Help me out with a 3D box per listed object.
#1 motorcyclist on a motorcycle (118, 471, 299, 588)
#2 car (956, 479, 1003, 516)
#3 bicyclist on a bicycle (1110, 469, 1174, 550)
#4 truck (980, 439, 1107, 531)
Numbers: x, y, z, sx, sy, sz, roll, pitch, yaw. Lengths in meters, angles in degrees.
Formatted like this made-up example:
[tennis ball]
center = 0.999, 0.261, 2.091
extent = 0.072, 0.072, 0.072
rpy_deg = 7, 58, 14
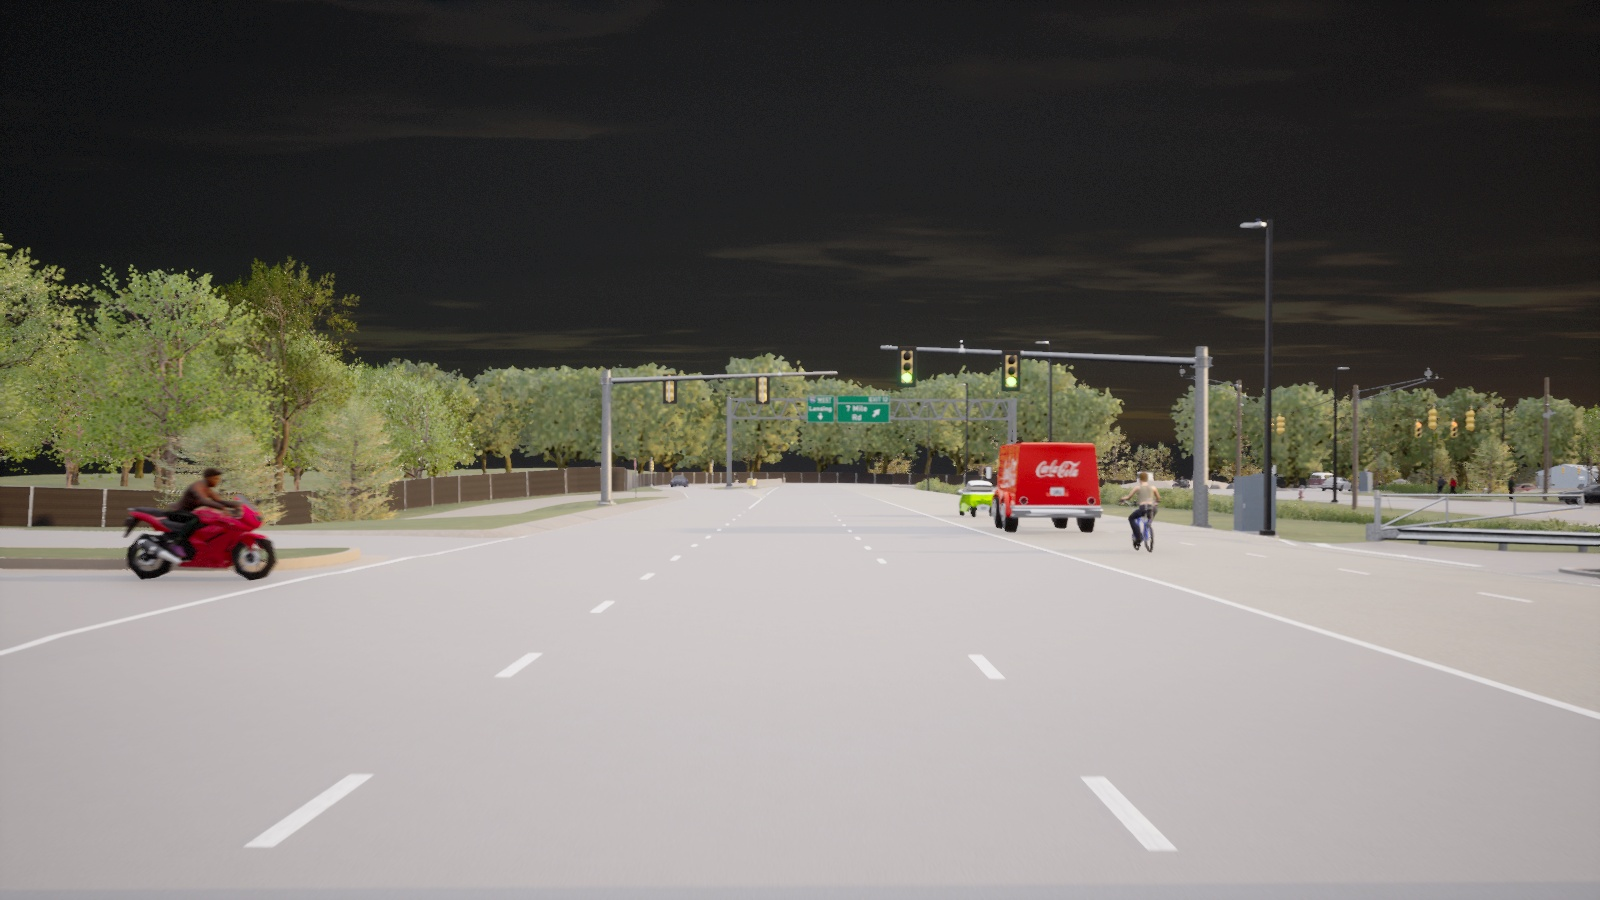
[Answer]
[motorcyclist on a motorcycle]
center = -7.941, 1.055, 16.922
extent = 2.044, 1.523, 0.797
rpy_deg = 0, -1, 0
[car]
center = 6.922, 1.812, 48.565
extent = 1.481, 1.376, 2.207
rpy_deg = 0, -1, 0
[bicyclist on a bicycle]
center = 6.957, 1.207, 25.616
extent = 0.866, 1.612, 1.509
rpy_deg = 0, -2, 0
[truck]
center = 6.938, 1.028, 36.461
extent = 2.627, 2.467, 5.204
rpy_deg = 0, -2, 0
